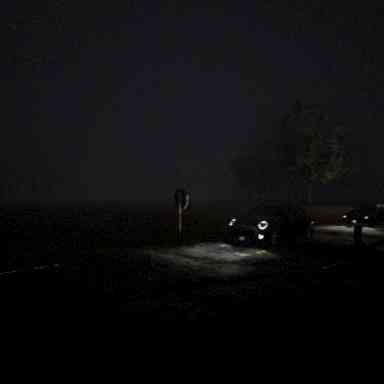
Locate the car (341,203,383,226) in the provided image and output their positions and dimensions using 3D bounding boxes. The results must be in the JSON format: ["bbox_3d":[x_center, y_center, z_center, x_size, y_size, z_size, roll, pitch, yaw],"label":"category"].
[{"bbox_3d":[12.413,1.514,23.221,5.357,1.411,2.033,0,0,-42],"label":"car"}]

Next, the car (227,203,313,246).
[{"bbox_3d":[3.668,1.325,15.254,4.553,1.767,2.097,0,0,-44],"label":"car"}]
